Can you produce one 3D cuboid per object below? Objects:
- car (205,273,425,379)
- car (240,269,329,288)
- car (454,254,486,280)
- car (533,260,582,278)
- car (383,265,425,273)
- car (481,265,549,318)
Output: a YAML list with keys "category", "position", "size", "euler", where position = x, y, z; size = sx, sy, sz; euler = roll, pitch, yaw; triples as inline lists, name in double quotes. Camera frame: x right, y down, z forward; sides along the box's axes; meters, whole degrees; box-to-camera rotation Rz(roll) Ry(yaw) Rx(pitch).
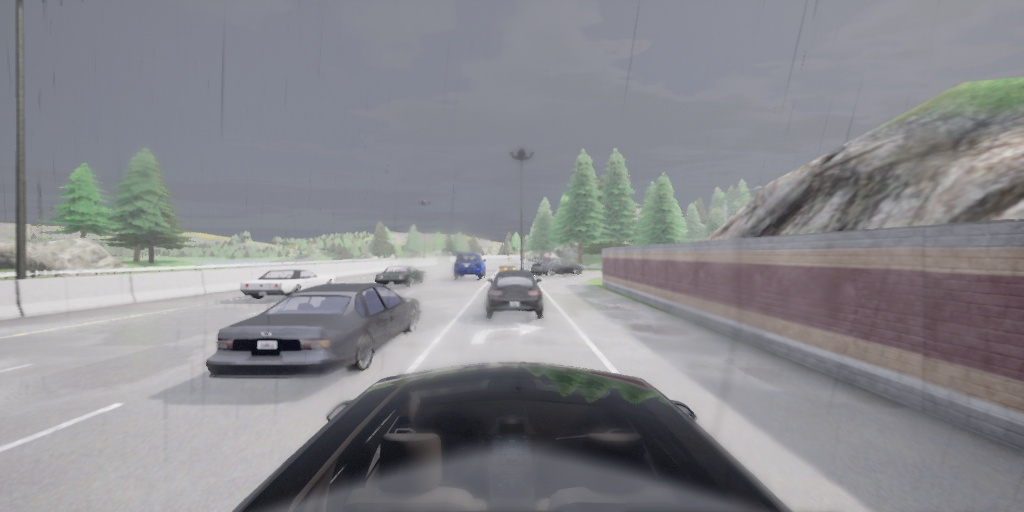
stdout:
- category: "car"
  position: [-3.399, 1.269, 7.488]
  size: [2.033, 1.411, 5.357]
  euler: [0, 0, 0]
- category: "car"
  position: [-10.397, 1.275, 17.182]
  size: [1.895, 1.301, 4.718]
  euler: [0, 0, 0]
- category: "car"
  position: [-3.393, 0.836, 29.411]
  size: [2.150, 2.045, 5.566]
  euler: [0, 0, 0]
- category: "car"
  position: [4.010, 1.079, 31.706]
  size: [4.902, 1.511, 2.128]
  euler: [-1, -1, -31]
- category: "car"
  position: [-6.896, 1.248, 22.727]
  size: [1.895, 1.301, 4.718]
  euler: [0, 0, 0]
- category: "car"
  position: [0.089, 1.222, 12.671]
  size: [1.812, 1.442, 4.674]
  euler: [0, 0, 0]
